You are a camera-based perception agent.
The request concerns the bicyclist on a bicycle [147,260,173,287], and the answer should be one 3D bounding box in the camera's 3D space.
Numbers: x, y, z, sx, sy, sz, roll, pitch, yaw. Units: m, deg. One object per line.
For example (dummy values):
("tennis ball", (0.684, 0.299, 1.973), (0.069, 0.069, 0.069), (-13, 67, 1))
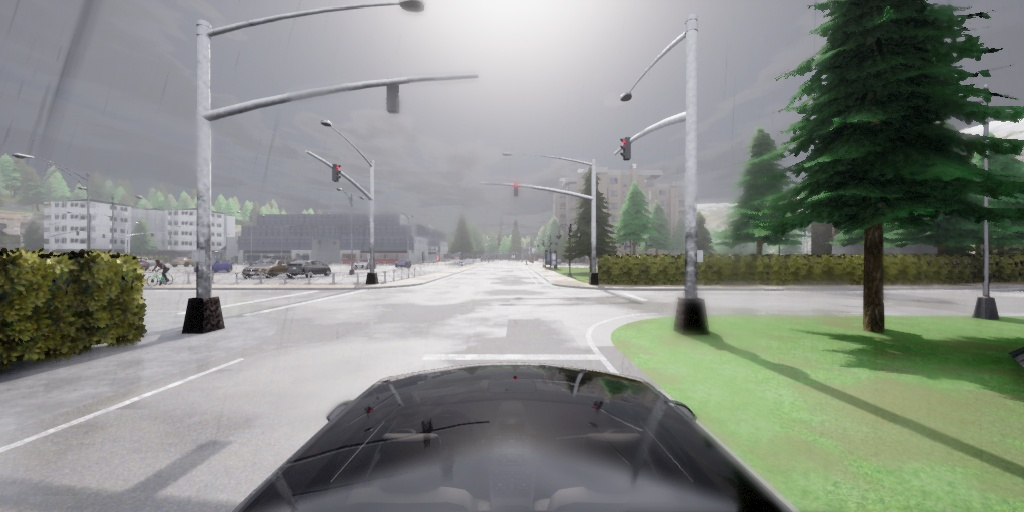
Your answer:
("bicyclist on a bicycle", (-21.759, 1.051, 22.176), (0.582, 1.620, 1.656), (0, 0, 1))
